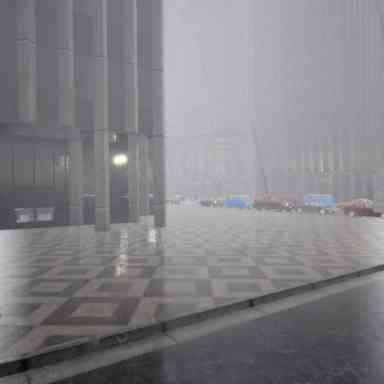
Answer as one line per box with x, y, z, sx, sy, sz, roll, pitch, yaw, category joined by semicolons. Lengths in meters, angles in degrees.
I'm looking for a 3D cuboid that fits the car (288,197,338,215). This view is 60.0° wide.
12.385;1.548;33.412;2.008;1.369;4.403;-1;1;-35;car

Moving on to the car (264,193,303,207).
12.916;1.129;47.347;2.192;1.841;5.009;-1;1;-35;car

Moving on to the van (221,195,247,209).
5.964;1.293;42.405;1.690;1.788;3.998;-1;1;-35;van

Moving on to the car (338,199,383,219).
15.595;1.566;28.914;1.887;1.381;4.507;-1;1;-35;car

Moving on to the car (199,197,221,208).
2.755;1.370;46.903;1.967;1.590;4.097;-1;1;-35;car

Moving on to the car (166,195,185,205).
-3.663;1.437;55.899;2.008;1.369;4.403;-1;1;-35;car

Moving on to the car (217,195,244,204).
6.404;1.295;56.484;1.752;1.417;4.829;-1;1;-35;car

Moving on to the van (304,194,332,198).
16.124;1.178;42.849;1.690;1.788;3.998;-1;1;-35;van

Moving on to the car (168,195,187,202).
-3.120;1.256;69.842;2.008;1.369;4.403;-1;1;-35;car

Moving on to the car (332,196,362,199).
19.234;1.384;38.492;1.752;1.417;4.829;-1;1;-35;car

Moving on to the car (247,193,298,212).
9.174;1.290;37.907;2.192;1.841;5.009;-1;1;-35;car
